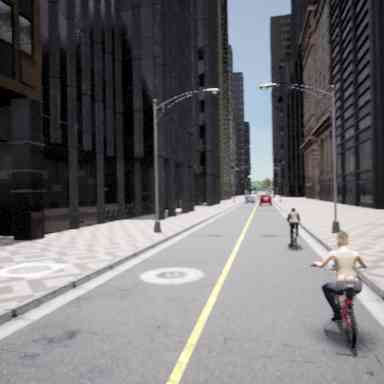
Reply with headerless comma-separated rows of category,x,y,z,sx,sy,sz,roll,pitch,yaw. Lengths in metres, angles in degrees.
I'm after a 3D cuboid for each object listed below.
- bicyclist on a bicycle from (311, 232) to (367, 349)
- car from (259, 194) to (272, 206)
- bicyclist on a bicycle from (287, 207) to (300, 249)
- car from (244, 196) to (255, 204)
bicyclist on a bicycle,2.362,1.426,5.244,0.866,1.612,1.509,-1,0,12
car,12.951,1.337,58.626,2.150,2.045,5.566,-1,0,12
bicyclist on a bicycle,4.157,1.462,13.549,0.582,1.620,1.656,-1,-1,12
car,12.029,1.548,69.247,2.097,1.767,4.553,-1,0,12
